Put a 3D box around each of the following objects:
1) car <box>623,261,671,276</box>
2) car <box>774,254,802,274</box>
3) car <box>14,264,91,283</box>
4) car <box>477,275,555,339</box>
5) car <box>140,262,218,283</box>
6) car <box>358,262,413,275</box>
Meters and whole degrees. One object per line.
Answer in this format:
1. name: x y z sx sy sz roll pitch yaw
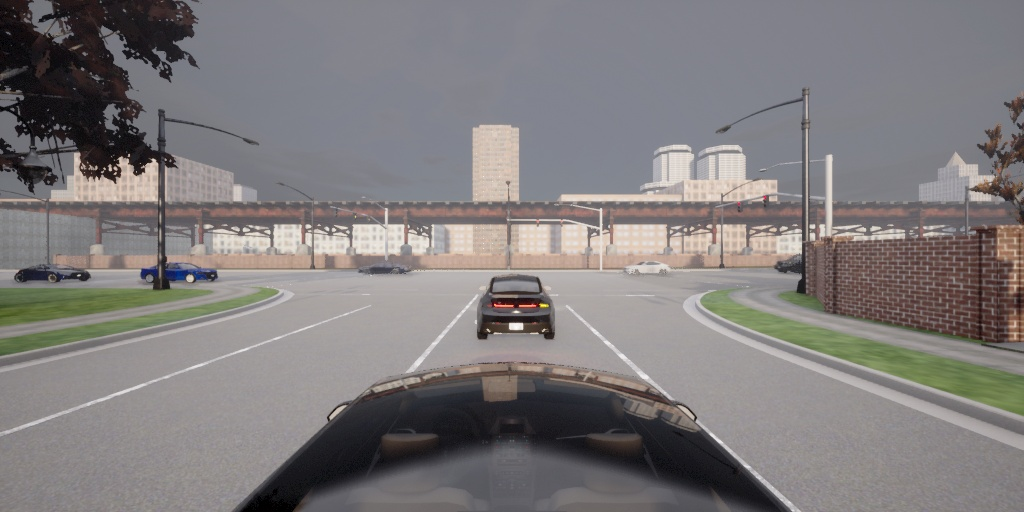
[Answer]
1. car: 13.773 1.221 36.695 4.674 1.442 1.812 0 0 -3
2. car: 30.015 0.759 36.515 5.566 2.045 2.150 -1 0 1
3. car: -35.254 1.314 27.600 4.181 1.385 1.994 0 0 2
4. car: 0.093 1.256 10.060 1.837 1.490 4.892 0 0 0
5. car: -25.226 1.228 27.291 5.008 1.535 1.882 0 0 2
6. car: -13.244 1.297 37.665 5.357 1.411 2.033 0 0 2
